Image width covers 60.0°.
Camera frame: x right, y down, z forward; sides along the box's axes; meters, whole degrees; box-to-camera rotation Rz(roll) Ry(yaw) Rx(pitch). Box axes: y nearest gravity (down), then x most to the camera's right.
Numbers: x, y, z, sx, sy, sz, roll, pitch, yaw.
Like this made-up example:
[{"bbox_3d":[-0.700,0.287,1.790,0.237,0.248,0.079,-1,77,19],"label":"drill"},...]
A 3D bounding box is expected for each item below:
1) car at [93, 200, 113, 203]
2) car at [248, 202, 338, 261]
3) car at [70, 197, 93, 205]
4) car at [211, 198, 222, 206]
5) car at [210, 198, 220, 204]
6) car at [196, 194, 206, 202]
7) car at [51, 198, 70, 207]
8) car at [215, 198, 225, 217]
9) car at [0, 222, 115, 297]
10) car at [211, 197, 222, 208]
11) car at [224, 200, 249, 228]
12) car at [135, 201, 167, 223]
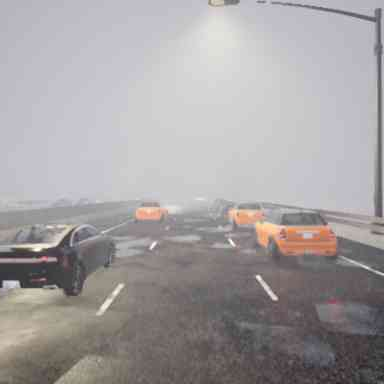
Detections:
[{"bbox_3d":[-13.257,1.871,51.622,1.895,1.301,4.718,0,0,2],"label":"car"},{"bbox_3d":[3.661,1.406,12.640,2.097,1.767,4.553,0,0,0],"label":"car"},{"bbox_3d":[-16.742,1.624,51.991,2.097,1.767,4.553,0,0,2],"label":"car"},{"bbox_3d":[4.830,1.946,66.584,1.994,1.385,4.181,0,0,2],"label":"car"},{"bbox_3d":[5.294,2.023,77.497,2.033,1.411,5.357,0,-1,3],"label":"car"},{"bbox_3d":[2.219,1.661,86.795,2.150,2.045,5.566,0,-1,3],"label":"car"},{"bbox_3d":[-20.237,1.750,52.141,1.882,1.535,5.008,0,0,2],"label":"car"},{"bbox_3d":[3.853,1.669,33.862,2.163,1.488,4.792,0,0,1],"label":"car"},{"bbox_3d":[-3.365,1.526,8.659,2.128,1.511,4.902,0,0,0],"label":"car"},{"bbox_3d":[4.110,1.733,44.781,2.163,1.488,4.792,0,0,2],"label":"car"},{"bbox_3d":[3.665,1.456,22.882,2.097,1.767,4.553,0,0,1],"label":"car"},{"bbox_3d":[-3.169,1.475,26.702,2.097,1.767,4.553,0,0,1],"label":"car"}]
